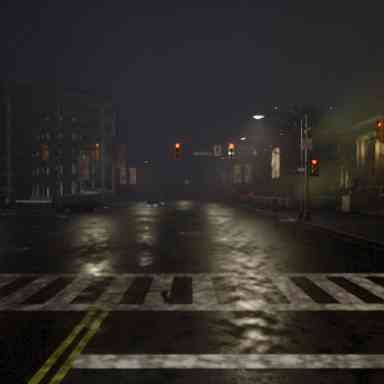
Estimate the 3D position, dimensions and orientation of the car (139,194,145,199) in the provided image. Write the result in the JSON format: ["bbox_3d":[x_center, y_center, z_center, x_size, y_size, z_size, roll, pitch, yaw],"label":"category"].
[{"bbox_3d":[-12.104,1.369,86.239,1.837,1.490,4.892,0,0,-32],"label":"car"}]

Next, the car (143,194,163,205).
[{"bbox_3d":[-6.985,1.535,60.145,2.033,1.411,5.357,0,0,0],"label":"car"}]

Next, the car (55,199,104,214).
[{"bbox_3d":[-11.808,1.471,35.038,5.008,1.535,1.882,0,1,-42],"label":"car"}]
